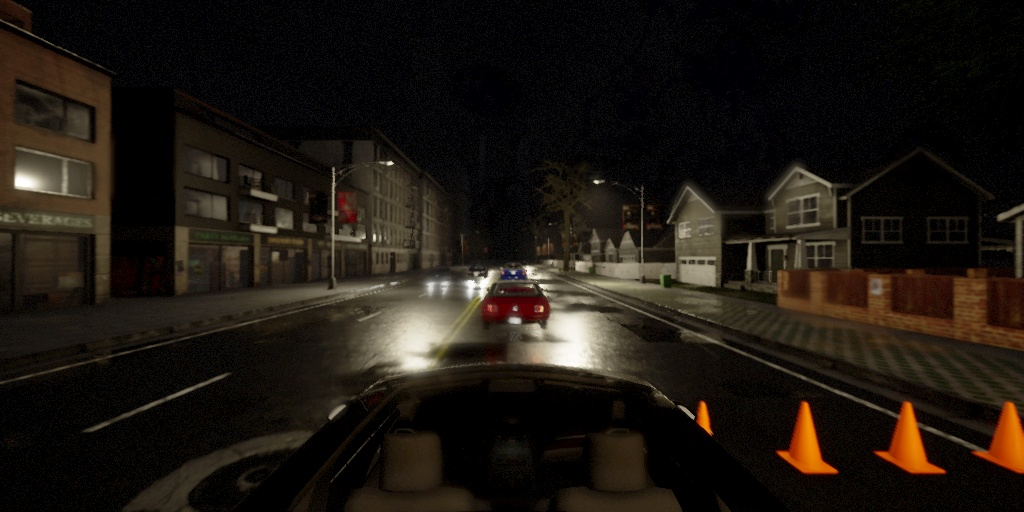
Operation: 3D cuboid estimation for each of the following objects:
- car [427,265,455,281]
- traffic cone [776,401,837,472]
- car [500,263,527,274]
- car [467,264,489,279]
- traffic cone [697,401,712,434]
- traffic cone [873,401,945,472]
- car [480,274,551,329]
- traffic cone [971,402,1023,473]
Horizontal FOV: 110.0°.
[{"bbox_3d":[-6.593,1.570,33.534,1.994,1.385,4.181,0,0,0],"label":"car"},{"bbox_3d":[2.865,1.723,3.504,0.340,0.580,0.340,0,0,0],"label":"traffic cone"},{"bbox_3d":[0.099,1.329,29.093,2.097,1.767,4.553,0,0,0],"label":"car"},{"bbox_3d":[-3.340,1.522,36.056,2.128,1.511,4.902,0,0,0],"label":"car"},{"bbox_3d":[1.865,1.722,3.504,0.340,0.580,0.340,0,0,0],"label":"traffic cone"},{"bbox_3d":[3.865,1.724,3.504,0.340,0.580,0.340,0,0,0],"label":"traffic cone"},{"bbox_3d":[0.099,1.432,11.622,1.895,1.301,4.718,0,0,0],"label":"car"},{"bbox_3d":[4.865,1.725,3.503,0.340,0.580,0.340,0,0,0],"label":"traffic cone"}]
